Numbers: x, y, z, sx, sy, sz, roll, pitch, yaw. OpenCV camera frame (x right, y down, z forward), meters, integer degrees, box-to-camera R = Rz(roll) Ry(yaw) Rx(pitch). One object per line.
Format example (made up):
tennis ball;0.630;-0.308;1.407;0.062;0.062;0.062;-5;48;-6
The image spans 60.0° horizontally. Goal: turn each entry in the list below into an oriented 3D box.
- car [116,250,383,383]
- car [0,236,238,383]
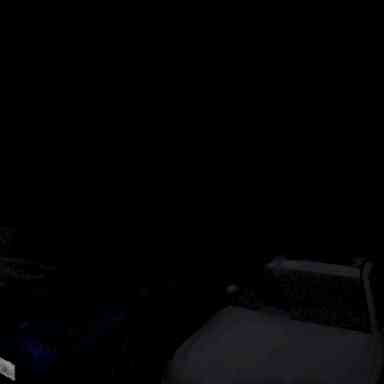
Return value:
car;1.548;1.564;4.160;2.002;1.452;4.674;-1;-1;35
car;-0.720;1.596;5.729;2.163;1.488;4.792;-1;-1;35
